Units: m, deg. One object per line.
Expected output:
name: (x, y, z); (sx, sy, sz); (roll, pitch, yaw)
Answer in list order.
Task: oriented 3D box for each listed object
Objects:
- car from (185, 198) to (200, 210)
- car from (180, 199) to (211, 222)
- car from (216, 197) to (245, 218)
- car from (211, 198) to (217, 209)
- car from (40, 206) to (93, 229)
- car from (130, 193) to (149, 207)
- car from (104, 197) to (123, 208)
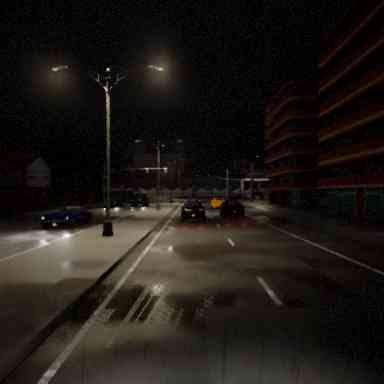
car: (0.069, 1.577, 44.294); (1.994, 1.385, 4.181); (0, 0, 0)
car: (0.093, 1.500, 26.540); (2.128, 1.511, 4.902); (0, 0, 0)
car: (3.594, 1.487, 30.519); (1.882, 1.535, 5.008); (0, 0, 0)
car: (3.587, 1.491, 45.113); (1.882, 1.535, 5.008); (0, 0, 0)
car: (-8.052, 1.607, 21.733); (1.895, 1.301, 4.718); (0, 0, 1)
car: (-8.045, 1.238, 51.639); (2.150, 2.045, 5.566); (0, 0, 1)
car: (-11.565, 1.491, 49.320); (1.882, 1.535, 5.008); (0, 0, 0)
